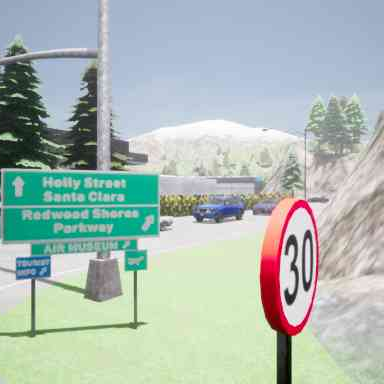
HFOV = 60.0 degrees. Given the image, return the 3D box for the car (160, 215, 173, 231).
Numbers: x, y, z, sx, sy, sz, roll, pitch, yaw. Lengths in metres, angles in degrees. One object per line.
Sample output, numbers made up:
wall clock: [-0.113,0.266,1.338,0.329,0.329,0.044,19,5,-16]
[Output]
car: [-3.277,1.792,20.032,1.895,1.301,4.718,0,0,36]

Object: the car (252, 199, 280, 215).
car: [8.316,1.544,36.049,2.097,1.767,4.553,0,0,36]

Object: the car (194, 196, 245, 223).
car: [2.405,1.413,27.890,2.150,2.045,5.566,0,0,36]

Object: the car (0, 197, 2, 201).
car: [-12.436,1.505,26.016,1.905,1.878,3.866,0,0,35]

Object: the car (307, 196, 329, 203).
car: [28.278,1.717,74.712,2.128,1.511,4.902,0,0,-42]

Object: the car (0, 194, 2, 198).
car: [-38.765,1.489,69.883,4.514,1.523,2.007,0,0,35]
